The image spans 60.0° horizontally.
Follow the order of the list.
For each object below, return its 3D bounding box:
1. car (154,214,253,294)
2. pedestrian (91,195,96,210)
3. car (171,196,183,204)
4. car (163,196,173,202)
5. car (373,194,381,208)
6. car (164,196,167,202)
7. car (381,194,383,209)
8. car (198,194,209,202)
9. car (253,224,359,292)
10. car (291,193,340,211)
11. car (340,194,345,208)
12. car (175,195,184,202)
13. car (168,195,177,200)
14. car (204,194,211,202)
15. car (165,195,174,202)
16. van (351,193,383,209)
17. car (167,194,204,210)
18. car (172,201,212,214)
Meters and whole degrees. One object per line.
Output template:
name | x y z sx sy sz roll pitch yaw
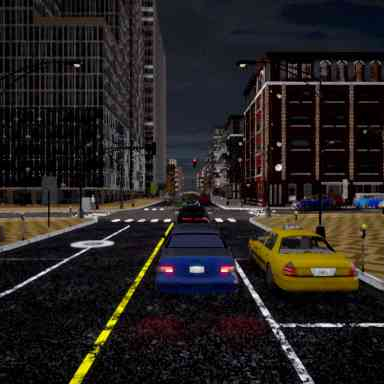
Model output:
car | 0.093 1.547 8.945 2.033 1.411 5.357 0 0 0
pedestrian | -12.366 1.270 41.628 0.375 1.860 0.375 0 1 -1
car | -2.829 1.494 64.256 2.128 1.511 4.902 0 0 0
car | -5.348 1.555 74.627 2.008 1.369 4.403 0 0 0
car | 23.072 1.213 36.628 4.674 1.442 1.812 -1 0 0
car | -2.861 1.566 52.543 1.994 1.385 4.181 0 0 0
car | 22.410 1.193 33.670 4.902 1.511 2.128 -1 0 -1
car | 2.532 1.320 74.630 2.192 1.841 5.009 0 0 0
car | 2.560 1.525 8.798 1.752 1.417 4.829 0 0 0
car | 13.270 1.162 36.492 4.553 1.767 2.097 -1 0 -1
car | 15.297 1.094 38.994 5.009 1.841 2.192 -1 1 -1
car | -2.783 1.528 75.494 1.812 1.442 4.674 0 0 0
car | -5.355 1.558 91.406 2.008 1.369 4.403 0 0 0
car | 2.537 1.318 63.445 2.192 1.841 5.009 0 0 0
car | -5.351 1.550 80.220 1.887 1.381 4.507 0 0 0
van | 20.953 1.050 39.056 3.998 1.788 1.690 -1 1 -1
car | -0.836 1.338 39.369 2.097 1.767 4.553 -1 0 -24
car | 0.075 1.505 18.687 1.837 1.490 4.892 0 0 0
